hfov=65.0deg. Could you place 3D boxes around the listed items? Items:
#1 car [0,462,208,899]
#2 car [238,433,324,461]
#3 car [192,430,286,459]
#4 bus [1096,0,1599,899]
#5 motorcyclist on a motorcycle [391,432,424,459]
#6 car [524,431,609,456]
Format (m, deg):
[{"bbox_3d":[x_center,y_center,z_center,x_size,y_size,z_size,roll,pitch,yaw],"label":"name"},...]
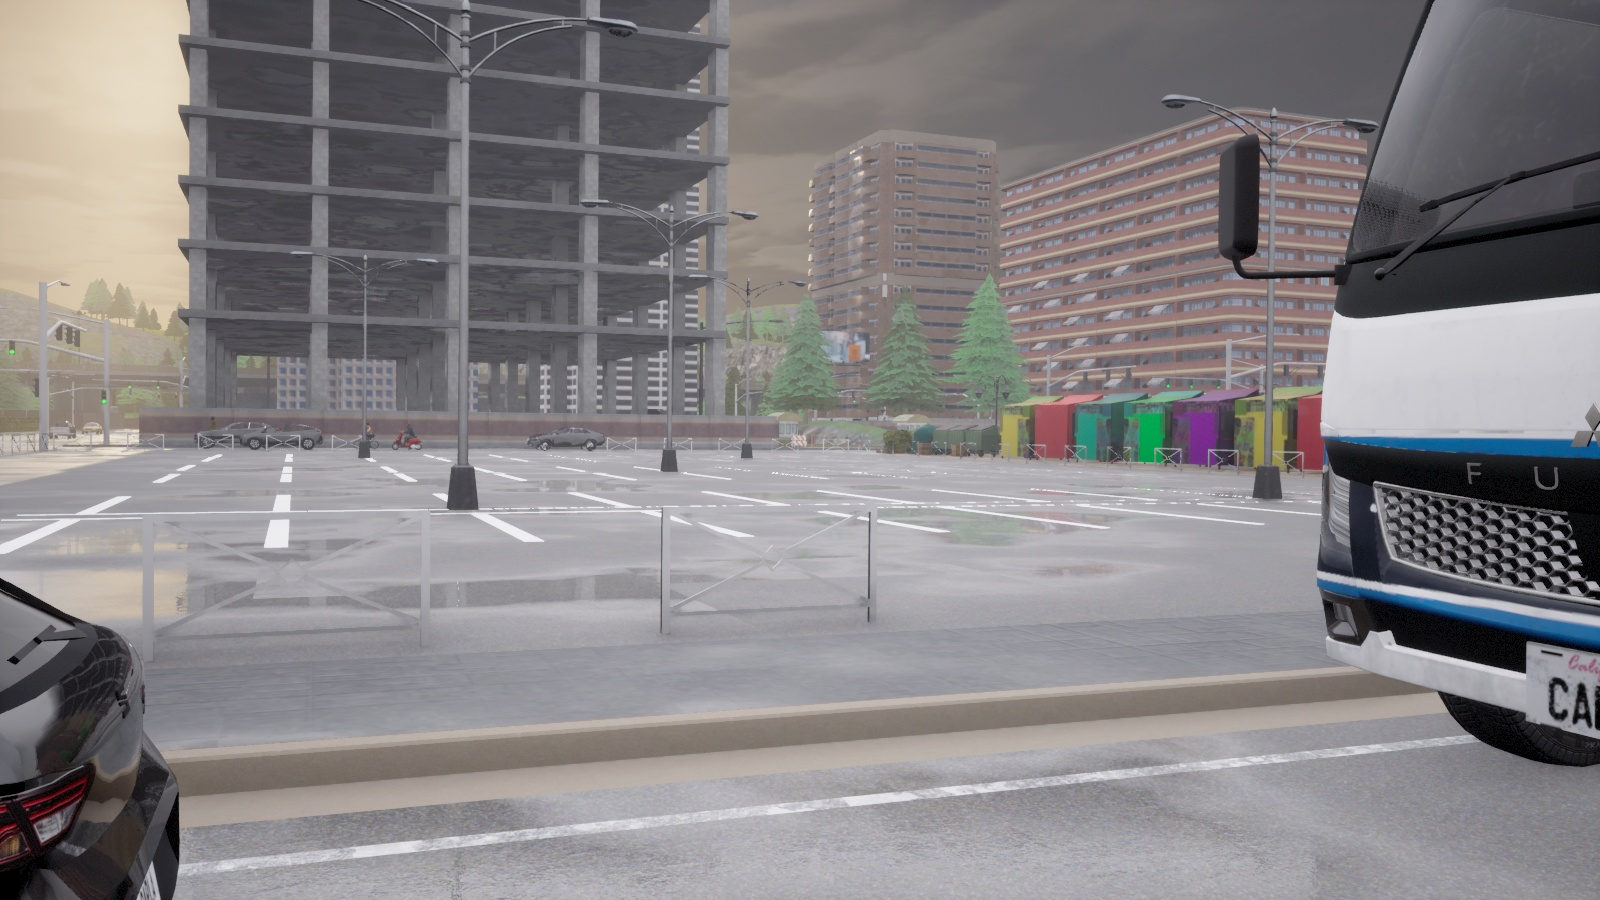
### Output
[{"bbox_3d":[-3.322,0.815,1.970,4.193,1.474,1.816,-1,1,-21],"label":"car"},{"bbox_3d":[-29.989,-0.169,72.661,4.514,1.525,2.007,-1,1,-22],"label":"car"},{"bbox_3d":[-33.451,-0.338,75.023,5.027,1.651,2.152,-1,1,-22],"label":"car"},{"bbox_3d":[6.891,-0.747,5.803,10.273,4.253,3.944,-1,1,-20],"label":"bus"},{"bbox_3d":[-23.535,-0.275,75.304,1.817,1.590,0.866,-1,1,-22],"label":"motorcyclist on a motorcycle"},{"bbox_3d":[-14.696,-0.426,78.923,4.902,1.511,2.128,-1,1,-22],"label":"car"}]
